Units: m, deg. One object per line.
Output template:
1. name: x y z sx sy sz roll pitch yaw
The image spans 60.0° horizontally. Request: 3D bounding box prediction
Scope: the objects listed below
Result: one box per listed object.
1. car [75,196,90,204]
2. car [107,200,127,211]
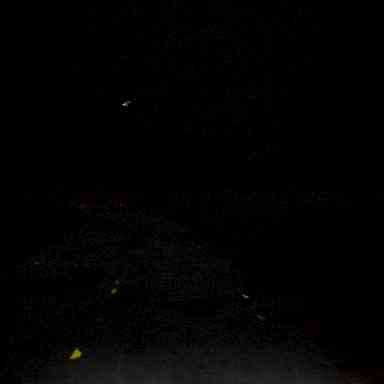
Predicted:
1. car: -21.985 1.601 66.847 1.812 1.442 4.674 0 1 -35
2. car: -10.755 1.879 47.687 2.033 1.411 5.357 0 0 -25
